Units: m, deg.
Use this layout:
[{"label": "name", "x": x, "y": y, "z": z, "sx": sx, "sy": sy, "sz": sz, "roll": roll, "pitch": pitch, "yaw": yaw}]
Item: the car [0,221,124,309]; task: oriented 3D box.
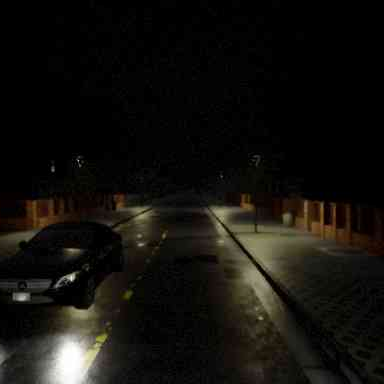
[{"label": "car", "x": -2.834, "y": 1.467, "z": 7.861, "sx": 1.812, "sy": 1.442, "sz": 4.674, "roll": 0, "pitch": 0, "yaw": 0}]
